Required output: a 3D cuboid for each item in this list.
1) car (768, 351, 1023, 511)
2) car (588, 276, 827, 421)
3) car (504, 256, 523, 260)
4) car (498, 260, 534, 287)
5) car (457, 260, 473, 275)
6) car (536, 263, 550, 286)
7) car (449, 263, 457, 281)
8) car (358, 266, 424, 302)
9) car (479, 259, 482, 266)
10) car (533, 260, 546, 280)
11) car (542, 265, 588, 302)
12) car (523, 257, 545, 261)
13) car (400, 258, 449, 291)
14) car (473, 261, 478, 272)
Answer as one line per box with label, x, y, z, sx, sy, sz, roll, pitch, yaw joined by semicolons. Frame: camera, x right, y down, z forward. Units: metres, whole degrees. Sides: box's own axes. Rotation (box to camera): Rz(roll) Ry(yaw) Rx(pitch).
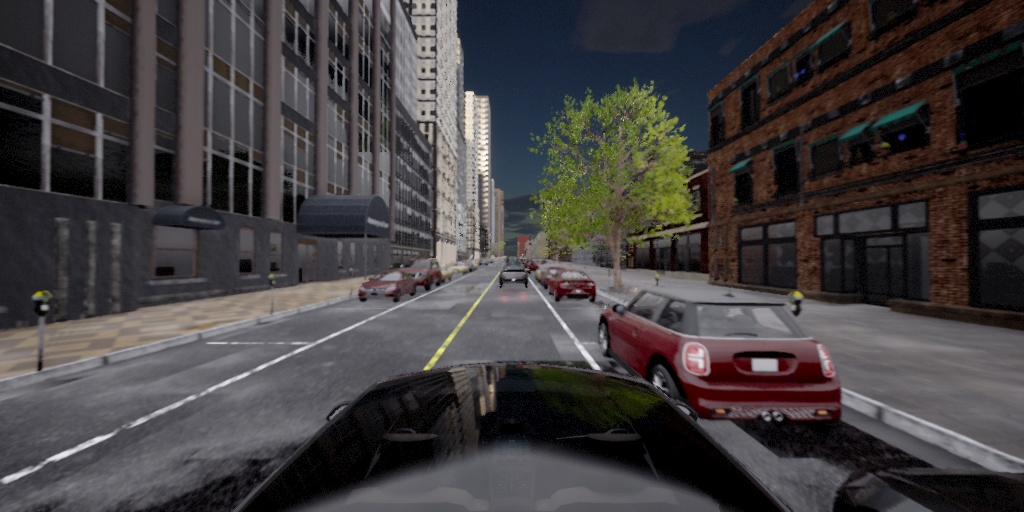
car;2.691;1.315;0.228;1.948;1.339;4.313;0;0;0
car;2.693;1.192;5.774;1.967;1.591;4.097;0;0;0
car;0.112;0.967;46.286;2.150;2.045;5.566;0;0;0
car;0.106;1.245;24.372;2.128;1.511;4.902;0;0;0
car;-5.679;1.274;38.882;1.751;1.417;4.829;0;0;0
car;2.698;1.336;22.413;1.802;1.307;4.207;0;0;0
car;-5.682;1.278;27.790;1.751;1.417;4.829;0;0;0
car;-5.685;1.335;16.868;1.802;1.307;4.207;0;0;0
car;-5.676;1.268;49.975;1.751;1.417;4.829;0;0;0
car;2.699;1.278;28.129;1.751;1.417;4.829;0;0;0
car;2.696;1.299;16.868;1.888;1.381;4.507;0;0;0
car;2.702;1.064;39.052;2.192;1.841;5.009;0;0;0
car;-5.683;1.068;22.414;2.192;1.841;5.009;0;0;0
car;-5.677;1.312;44.600;1.948;1.339;4.313;0;0;0
